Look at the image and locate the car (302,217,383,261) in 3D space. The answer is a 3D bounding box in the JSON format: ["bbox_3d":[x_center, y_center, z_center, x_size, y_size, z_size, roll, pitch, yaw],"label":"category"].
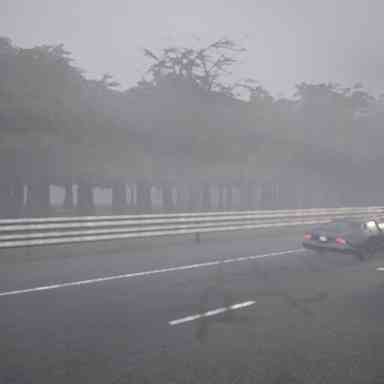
[{"bbox_3d":[6.535,1.671,12.823,5.357,1.411,2.033,1,0,-35],"label":"car"}]
